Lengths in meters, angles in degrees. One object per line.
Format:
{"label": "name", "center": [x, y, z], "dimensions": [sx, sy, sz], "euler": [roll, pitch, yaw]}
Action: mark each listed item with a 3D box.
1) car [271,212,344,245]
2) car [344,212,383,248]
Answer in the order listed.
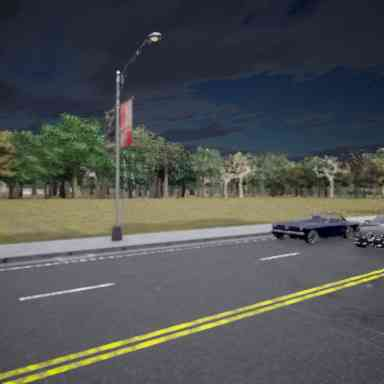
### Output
{"label": "car", "center": [5.948, 1.647, 15.907], "dimensions": [4.718, 1.301, 1.895], "euler": [0, 0, -35]}
{"label": "car", "center": [8.654, 1.554, 13.843], "dimensions": [4.892, 1.490, 1.837], "euler": [0, 0, -35]}
